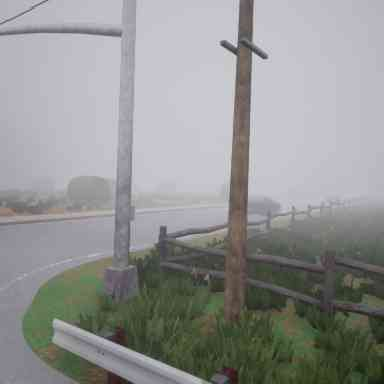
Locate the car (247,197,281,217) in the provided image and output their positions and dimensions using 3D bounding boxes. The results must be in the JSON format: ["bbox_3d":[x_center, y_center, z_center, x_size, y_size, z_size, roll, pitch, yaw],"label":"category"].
[{"bbox_3d":[5.579,1.108,26.561,1.882,1.535,5.008,3,2,33],"label":"car"}]

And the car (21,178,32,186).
[{"bbox_3d":[-39.104,-2.271,79.196,1.905,1.878,3.866,8,2,-13],"label":"car"}]

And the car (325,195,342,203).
[{"bbox_3d":[22.187,1.181,51.952,1.895,1.301,4.718,3,2,33],"label":"car"}]
